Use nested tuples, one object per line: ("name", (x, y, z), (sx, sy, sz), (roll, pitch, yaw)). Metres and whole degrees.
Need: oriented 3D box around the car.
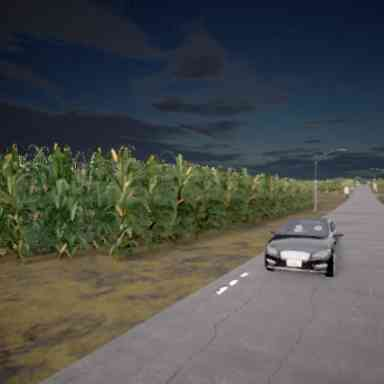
("car", (3.737, 1.572, 10.699), (2.128, 1.511, 4.902), (-1, -1, 27))
